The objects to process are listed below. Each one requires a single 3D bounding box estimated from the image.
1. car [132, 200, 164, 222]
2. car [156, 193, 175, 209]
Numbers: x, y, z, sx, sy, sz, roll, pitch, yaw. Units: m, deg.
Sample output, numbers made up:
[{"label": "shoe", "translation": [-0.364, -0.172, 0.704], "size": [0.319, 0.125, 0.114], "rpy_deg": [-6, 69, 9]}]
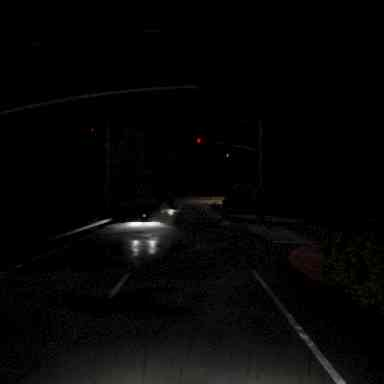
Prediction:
[{"label": "car", "translation": [-3.550, 1.562, 26.548], "size": [1.994, 1.385, 4.181], "rpy_deg": [0, 0, -1]}, {"label": "car", "translation": [-3.565, 1.219, 45.260], "size": [2.150, 2.045, 5.566], "rpy_deg": [0, 0, 0]}]
